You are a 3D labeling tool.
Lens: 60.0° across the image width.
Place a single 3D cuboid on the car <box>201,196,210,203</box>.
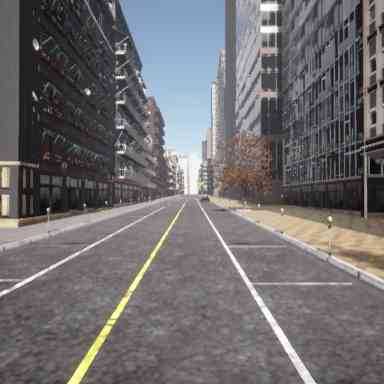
[{"bbox_3d":[2.750,1.547,69.757,1.837,1.490,4.892,0,0,0],"label":"car"}]
